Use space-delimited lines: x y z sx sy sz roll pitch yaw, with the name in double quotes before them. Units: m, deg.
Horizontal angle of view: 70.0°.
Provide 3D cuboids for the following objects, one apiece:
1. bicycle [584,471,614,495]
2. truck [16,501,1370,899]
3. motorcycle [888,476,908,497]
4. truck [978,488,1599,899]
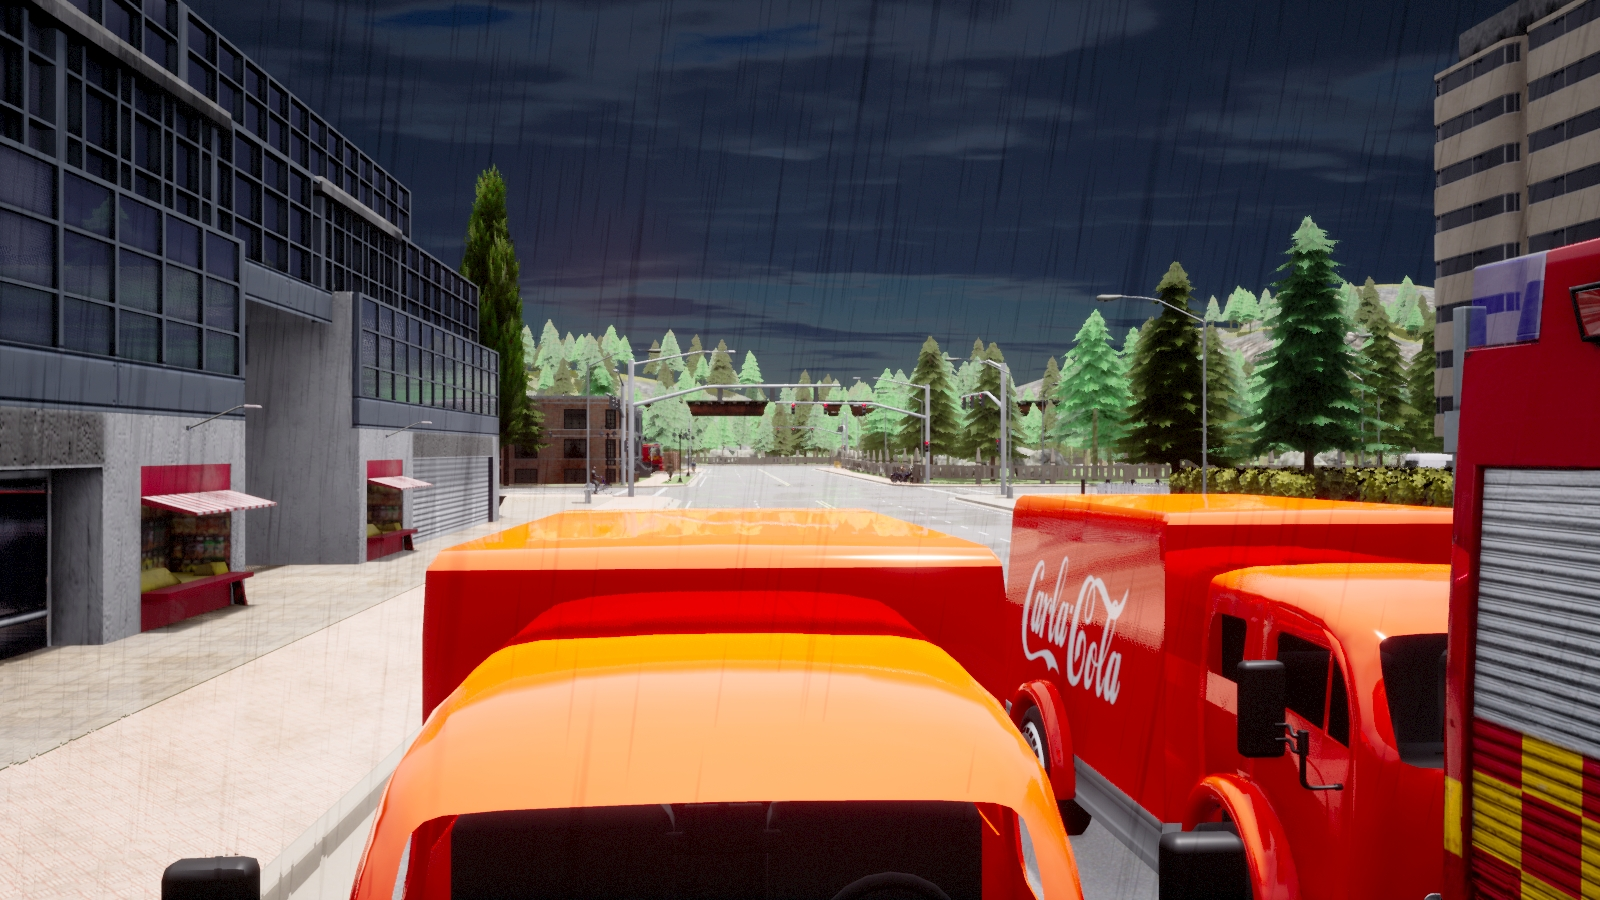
"bicycle" -12.531 2.060 71.198 1.835 1.471 0.329 0 0 -11
"truck" -0.347 1.568 4.821 2.627 2.467 5.204 0 0 -4
"motorcycle" 5.944 2.205 69.519 0.867 1.251 2.209 0 0 -4
"truck" 3.003 1.568 7.234 2.627 2.467 5.204 0 0 -4
